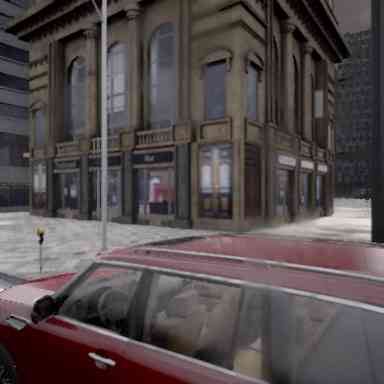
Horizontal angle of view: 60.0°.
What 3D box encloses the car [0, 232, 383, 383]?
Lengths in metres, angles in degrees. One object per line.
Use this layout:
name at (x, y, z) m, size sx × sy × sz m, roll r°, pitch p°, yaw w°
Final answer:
car at (0.030, 1.312, 2.943) m, size 5.009 × 1.841 × 2.192 m, roll 0°, pitch 0°, yaw 36°
